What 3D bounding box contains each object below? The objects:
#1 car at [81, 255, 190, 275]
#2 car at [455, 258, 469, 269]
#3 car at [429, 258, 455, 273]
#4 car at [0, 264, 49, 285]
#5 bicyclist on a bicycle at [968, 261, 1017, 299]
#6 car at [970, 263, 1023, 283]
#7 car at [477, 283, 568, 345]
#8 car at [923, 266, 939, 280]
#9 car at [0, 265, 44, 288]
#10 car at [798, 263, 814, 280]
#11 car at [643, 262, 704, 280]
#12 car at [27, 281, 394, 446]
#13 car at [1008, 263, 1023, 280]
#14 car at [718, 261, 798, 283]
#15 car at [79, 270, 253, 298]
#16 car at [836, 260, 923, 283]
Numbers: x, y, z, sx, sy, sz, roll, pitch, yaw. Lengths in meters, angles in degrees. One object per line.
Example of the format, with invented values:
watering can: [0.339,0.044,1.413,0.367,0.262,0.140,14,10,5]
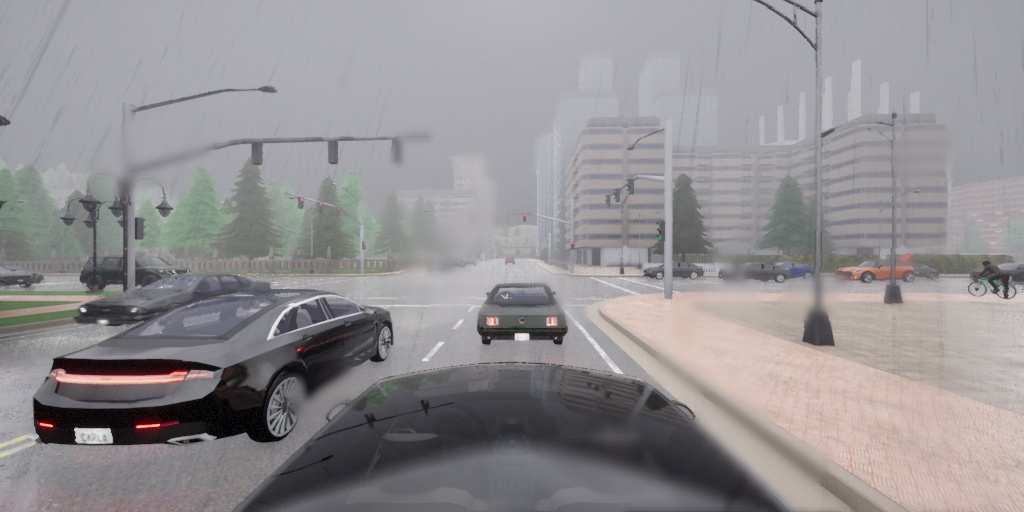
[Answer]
car: [-22.437,0.971,21.559,5.566,2.045,2.150,0,0,2]
car: [-8.482,1.101,55.867,2.097,1.767,4.553,0,0,2]
car: [-8.879,1.240,44.311,2.128,1.511,4.902,0,0,2]
car: [-36.336,1.313,25.562,4.181,1.385,1.994,0,0,2]
bicyclist on a bicycle: [21.176,1.050,15.851,0.582,1.620,1.656,0,0,2]
car: [37.522,1.227,26.792,5.008,1.535,1.882,0,0,2]
car: [0.260,1.351,9.480,1.895,1.301,4.718,0,0,1]
car: [33.255,1.313,30.445,4.181,1.385,1.994,0,0,1]
car: [-32.422,1.227,21.913,5.008,1.535,1.882,0,0,2]
car: [23.300,1.227,30.773,5.008,1.535,1.882,0,0,2]
car: [13.952,1.254,31.079,4.892,1.490,1.837,0,0,2]
car: [-3.331,1.241,5.327,2.128,1.511,4.902,0,0,1]
car: [45.720,1.297,29.986,5.357,1.411,2.033,0,0,2]
car: [18.474,1.254,27.430,4.892,1.490,1.837,0,0,2]
car: [-10.380,1.297,11.815,2.033,1.411,5.357,0,0,2]
car: [27.407,1.101,27.135,4.553,1.767,2.097,0,0,2]
